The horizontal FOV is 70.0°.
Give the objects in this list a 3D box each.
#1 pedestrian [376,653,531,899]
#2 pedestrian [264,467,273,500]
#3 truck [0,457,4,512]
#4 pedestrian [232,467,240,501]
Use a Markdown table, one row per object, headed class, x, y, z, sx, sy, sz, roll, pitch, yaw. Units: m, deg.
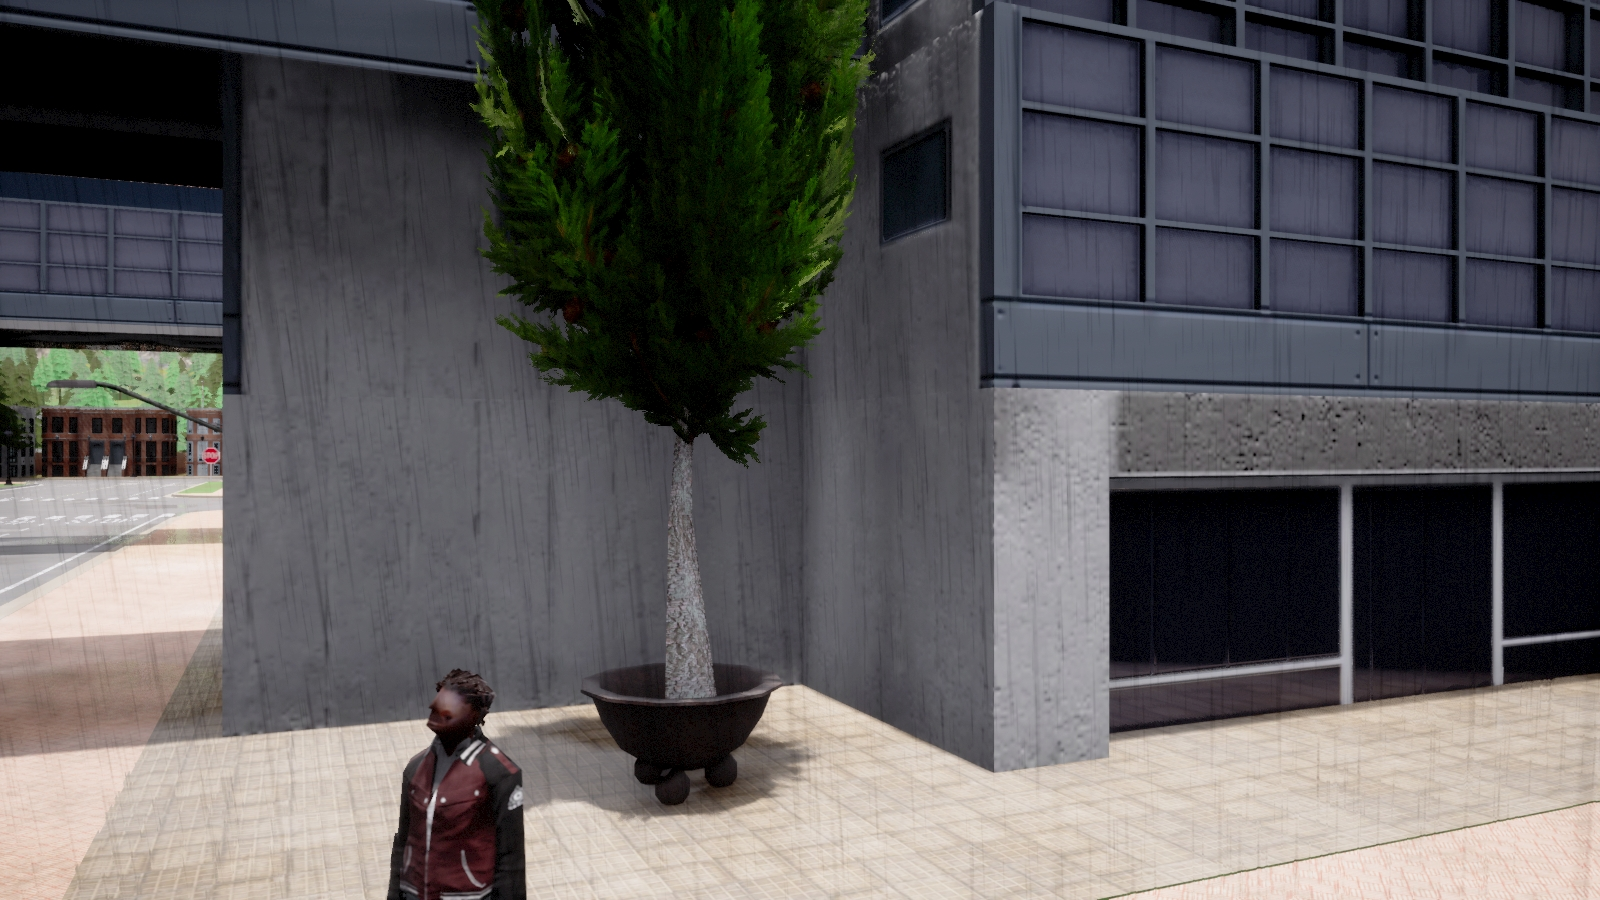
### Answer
| class | x | y | z | sx | sy | sz | roll | pitch | yaw |
| --- | --- | --- | --- | --- | --- | --- | --- | --- | --- |
| pedestrian | -1.231 | 1.698 | 4.076 | 0.375 | 1.860 | 0.375 | 0 | 0 | 27 |
| pedestrian | -29.408 | 1.848 | 63.241 | 0.375 | 1.860 | 0.375 | 0 | 0 | -38 |
| truck | -38.035 | 1.567 | 49.674 | 5.204 | 2.467 | 2.627 | 0 | 0 | -24 |
| pedestrian | -31.142 | 1.849 | 63.097 | 0.375 | 1.860 | 0.375 | 0 | 0 | -24 |
